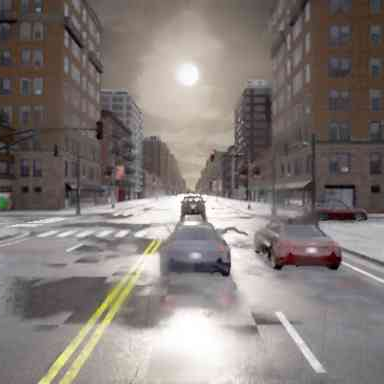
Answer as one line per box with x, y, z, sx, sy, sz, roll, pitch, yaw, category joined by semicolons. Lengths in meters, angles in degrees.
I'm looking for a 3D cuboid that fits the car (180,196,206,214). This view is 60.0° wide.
0.100;1.341;29.766;2.150;2.045;5.566;0;0;0;car

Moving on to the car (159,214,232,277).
0.089;1.605;10.451;1.994;1.385;4.181;0;0;0;car

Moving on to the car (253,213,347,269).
3.339;1.608;11.269;1.994;1.385;4.181;0;0;0;car

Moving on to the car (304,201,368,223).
11.046;1.470;25.625;4.553;1.767;2.097;0;0;-6;car
